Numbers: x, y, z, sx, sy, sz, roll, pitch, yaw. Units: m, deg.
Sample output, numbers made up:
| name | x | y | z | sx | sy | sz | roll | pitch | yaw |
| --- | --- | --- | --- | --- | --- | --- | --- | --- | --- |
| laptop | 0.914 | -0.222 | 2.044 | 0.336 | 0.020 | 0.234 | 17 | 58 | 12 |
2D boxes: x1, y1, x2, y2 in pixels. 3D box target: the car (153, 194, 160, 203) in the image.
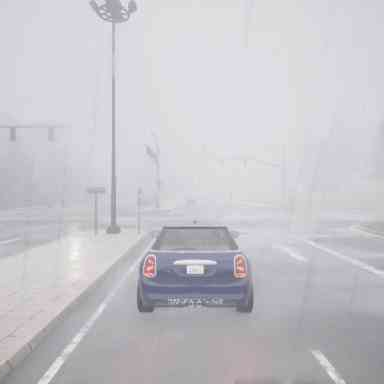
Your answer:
| name | x | y | z | sx | sy | sz | roll | pitch | yaw |
| --- | --- | --- | --- | --- | --- | --- | --- | --- | --- |
| car | -8.394 | 1.540 | 69.483 | 2.033 | 1.411 | 5.357 | 0 | 0 | -1 |

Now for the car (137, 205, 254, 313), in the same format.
| name | x | y | z | sx | sy | sz | roll | pitch | yaw |
| --- | --- | --- | --- | --- | --- | --- | --- | --- | --- |
| car | 0.071 | 1.352 | 7.839 | 2.097 | 1.767 | 4.553 | 0 | 0 | 0 |

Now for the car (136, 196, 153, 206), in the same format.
| name | x | y | z | sx | sy | sz | roll | pitch | yaw |
| --- | --- | --- | --- | --- | --- | --- | --- | --- | --- |
| car | -8.275 | 1.505 | 56.745 | 1.837 | 1.490 | 4.892 | 0 | 0 | -1 |

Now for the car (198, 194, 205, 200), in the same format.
| name | x | y | z | sx | sy | sz | roll | pitch | yaw |
| --- | --- | --- | --- | --- | --- | --- | --- | --- | --- |
| car | 2.694 | 1.442 | 95.544 | 1.882 | 1.535 | 5.008 | 0 | 0 | -1 |

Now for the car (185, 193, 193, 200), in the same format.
| name | x | y | z | sx | sy | sz | roll | pitch | yaw |
| --- | --- | --- | --- | --- | --- | --- | --- | --- | --- |
| car | -0.806 | 1.189 | 95.518 | 2.150 | 2.045 | 5.566 | 0 | 0 | -1 |

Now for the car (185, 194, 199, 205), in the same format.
| name | x | y | z | sx | sy | sz | roll | pitch | yaw |
| --- | --- | --- | --- | --- | --- | --- | --- | --- | --- |
| car | -0.157 | 1.525 | 54.658 | 1.812 | 1.442 | 4.674 | 0 | 0 | -1 |

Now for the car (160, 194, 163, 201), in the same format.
| name | x | y | z | sx | sy | sz | roll | pitch | yaw |
| --- | --- | --- | --- | --- | --- | --- | --- | --- | --- |
| car | -8.627 | 1.355 | 84.149 | 2.097 | 1.767 | 4.553 | 0 | 0 | -1 |

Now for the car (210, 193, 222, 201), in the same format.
| name | x | y | z | sx | sy | sz | roll | pitch | yaw |
| --- | --- | --- | --- | --- | --- | --- | --- | --- | --- |
| car | 6.362 | 1.214 | 84.949 | 2.150 | 2.045 | 5.566 | 0 | 0 | -1 |

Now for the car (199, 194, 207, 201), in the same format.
| name | x | y | z | sx | sy | sz | roll | pitch | yaw |
| --- | --- | --- | --- | --- | --- | --- | --- | --- | --- |
| car | 2.858 | 1.513 | 85.220 | 1.812 | 1.442 | 4.674 | 0 | 0 | -1 |
